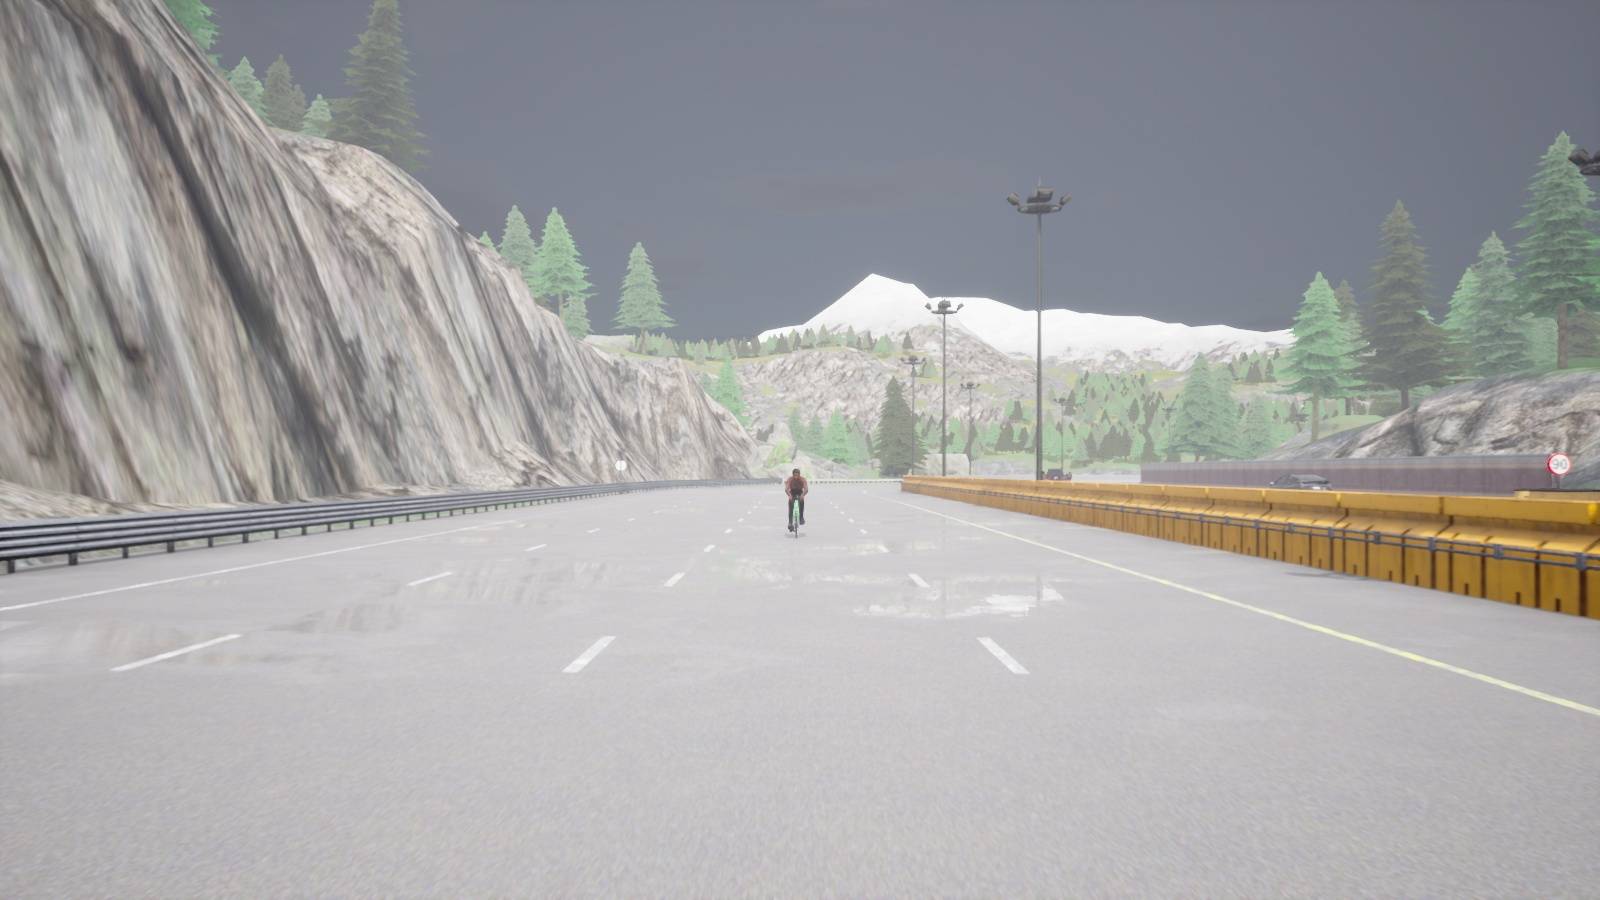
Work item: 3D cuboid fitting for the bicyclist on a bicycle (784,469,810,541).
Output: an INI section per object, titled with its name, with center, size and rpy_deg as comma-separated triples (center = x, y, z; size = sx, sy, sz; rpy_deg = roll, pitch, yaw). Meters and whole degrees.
[bicyclist on a bicycle]
center = -0.075, 1.254, 29.039
size = 0.582, 1.620, 1.656
rpy_deg = 0, -1, 0

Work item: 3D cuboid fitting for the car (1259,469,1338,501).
[car]
center = 24.303, 1.693, 61.415
size = 2.007, 1.525, 4.514
rpy_deg = 0, -1, -1
